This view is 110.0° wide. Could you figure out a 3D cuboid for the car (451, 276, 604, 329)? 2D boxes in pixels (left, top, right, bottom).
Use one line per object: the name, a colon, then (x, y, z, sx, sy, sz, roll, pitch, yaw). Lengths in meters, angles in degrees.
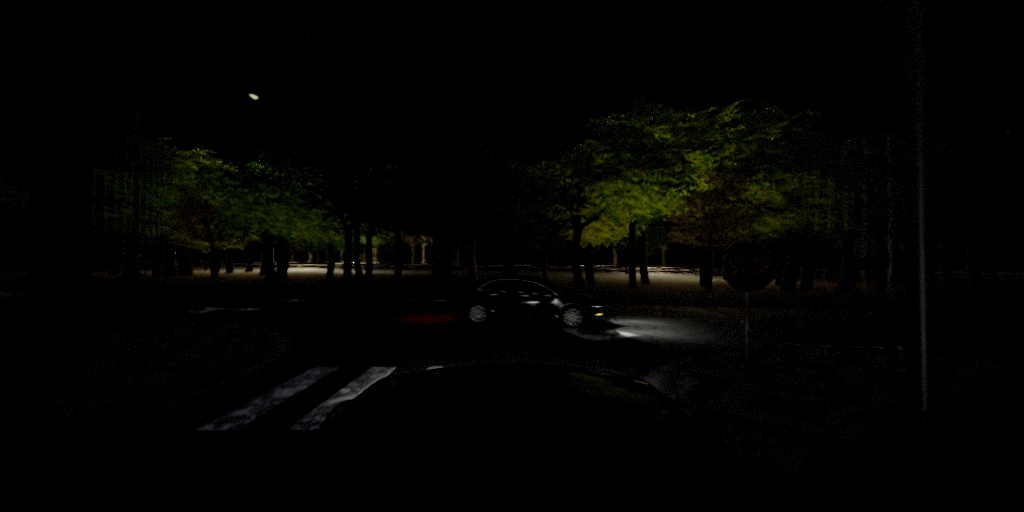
car: (0.474, 1.413, 11.652, 4.892, 1.490, 1.837, 1, 0, 9)
